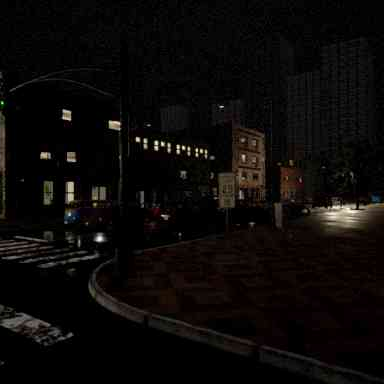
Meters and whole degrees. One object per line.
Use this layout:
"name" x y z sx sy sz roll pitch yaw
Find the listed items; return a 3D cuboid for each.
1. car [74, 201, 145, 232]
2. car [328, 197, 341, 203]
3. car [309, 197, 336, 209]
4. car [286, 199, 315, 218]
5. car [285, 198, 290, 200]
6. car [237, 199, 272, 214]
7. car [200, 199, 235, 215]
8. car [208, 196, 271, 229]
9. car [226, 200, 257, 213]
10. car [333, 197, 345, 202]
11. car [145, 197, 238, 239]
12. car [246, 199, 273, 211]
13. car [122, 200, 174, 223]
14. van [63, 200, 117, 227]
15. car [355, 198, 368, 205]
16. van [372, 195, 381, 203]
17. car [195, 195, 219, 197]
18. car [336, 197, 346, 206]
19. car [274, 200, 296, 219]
"car" -4.584 1.538 21.137 1.882 1.535 5.008 0 0 35
"car" 34.805 1.914 81.233 2.008 1.369 4.403 -1 -1 35
"car" 19.485 1.536 49.578 2.097 1.767 4.553 0 0 35
"car" 9.718 1.657 31.313 1.947 1.339 4.313 -1 -1 35
"car" 15.549 1.741 54.046 1.752 1.417 4.829 -1 -1 35
"car" 7.159 1.609 37.694 1.882 1.535 5.008 0 0 36
"car" 2.877 1.569 36.155 1.967 1.590 4.097 -1 -1 35
"car" 3.331 1.367 22.298 2.192 1.841 5.009 -1 -1 35
"car" 6.070 1.700 40.661 2.008 1.369 4.403 -1 -1 35
"car" 37.998 1.935 85.741 1.887 1.381 4.507 -1 -1 35
"car" 0.138 1.349 17.790 2.192 1.841 5.009 -1 -1 35
"car" 9.263 1.722 45.169 2.008 1.369 4.403 -1 -1 35
"car" -3.509 1.530 27.138 1.967 1.590 4.097 -1 -1 35
"van" -6.701 1.413 22.631 1.690 1.788 3.998 -1 0 35
"car" 32.067 1.801 62.868 2.008 1.369 4.403 -1 -1 35
"van" 44.837 1.694 80.903 1.690 1.788 3.998 -1 -1 35
"car" 1.117 1.315 29.184 2.150 2.045 5.566 0 0 35
"car" 25.356 1.828 57.867 1.895 1.301 4.718 0 0 36
"car" 6.525 1.616 26.804 1.887 1.381 4.507 -1 -1 35
